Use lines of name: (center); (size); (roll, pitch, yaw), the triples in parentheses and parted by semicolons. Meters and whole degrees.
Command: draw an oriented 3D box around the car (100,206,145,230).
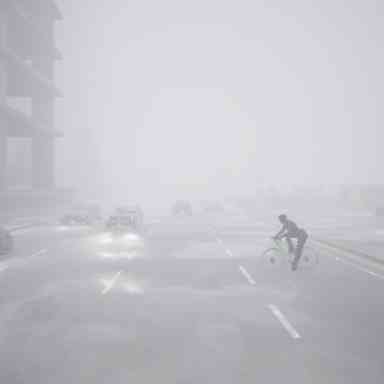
car: (-4.228, 1.600, 21.368); (1.895, 1.301, 4.718); (0, 0, -1)

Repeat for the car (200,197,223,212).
car: (2.336, 1.563, 37.802); (1.994, 1.385, 4.181); (0, 0, -2)

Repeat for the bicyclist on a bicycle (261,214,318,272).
bicyclist on a bicycle: (2.757, 1.450, 9.441); (1.656, 1.620, 0.582); (-2, 0, -2)

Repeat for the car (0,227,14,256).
car: (-7.408, 1.564, 10.332); (1.994, 1.385, 4.181); (0, 0, -2)

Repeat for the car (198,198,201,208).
car: (1.938, 1.476, 49.029); (1.882, 1.535, 5.008); (0, 0, -1)

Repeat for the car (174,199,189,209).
car: (-1.402, 1.600, 45.490); (1.895, 1.301, 4.718); (0, 0, -2)

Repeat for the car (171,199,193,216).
car: (-0.942, 1.502, 32.061); (1.837, 1.490, 4.892); (0, 0, -2)

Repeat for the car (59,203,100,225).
car: (-7.875, 1.547, 24.288); (2.033, 1.411, 5.357); (0, 0, -2)
